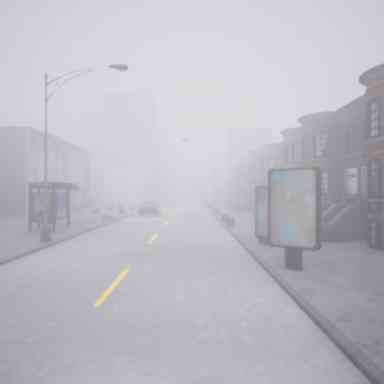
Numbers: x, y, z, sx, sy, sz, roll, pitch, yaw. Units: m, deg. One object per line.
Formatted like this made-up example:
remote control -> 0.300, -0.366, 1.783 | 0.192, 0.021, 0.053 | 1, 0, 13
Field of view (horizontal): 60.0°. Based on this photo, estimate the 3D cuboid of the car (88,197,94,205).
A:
car -> -19.101, 1.406, 55.581 | 3.866, 1.878, 1.905 | 0, 0, 10

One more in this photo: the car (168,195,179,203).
car -> -4.069, 1.597, 73.986 | 2.150, 2.045, 5.566 | 0, 0, 0

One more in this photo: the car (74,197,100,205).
car -> -19.482, 1.597, 61.633 | 4.193, 1.474, 1.816 | 0, 0, 10

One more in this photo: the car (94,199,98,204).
car -> -19.337, 1.520, 58.682 | 4.611, 1.667, 2.242 | 0, 0, 10

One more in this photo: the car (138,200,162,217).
car -> -4.103, 1.575, 33.090 | 1.882, 1.535, 5.008 | 0, 0, 0
